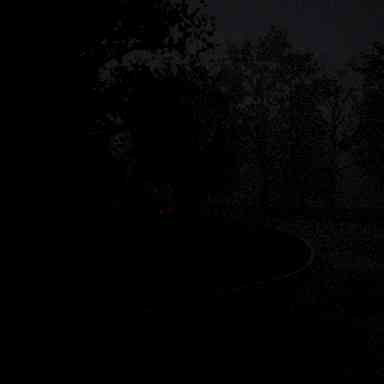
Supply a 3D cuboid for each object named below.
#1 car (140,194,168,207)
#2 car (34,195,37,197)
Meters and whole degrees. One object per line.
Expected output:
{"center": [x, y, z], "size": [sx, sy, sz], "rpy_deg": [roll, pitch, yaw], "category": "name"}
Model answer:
{"center": [-4.830, 0.836, 35.814], "size": [5.008, 1.535, 1.882], "rpy_deg": [1, 0, 40], "category": "car"}
{"center": [-18.900, 0.655, 37.353], "size": [5.008, 1.535, 1.882], "rpy_deg": [1, -1, -22], "category": "car"}
